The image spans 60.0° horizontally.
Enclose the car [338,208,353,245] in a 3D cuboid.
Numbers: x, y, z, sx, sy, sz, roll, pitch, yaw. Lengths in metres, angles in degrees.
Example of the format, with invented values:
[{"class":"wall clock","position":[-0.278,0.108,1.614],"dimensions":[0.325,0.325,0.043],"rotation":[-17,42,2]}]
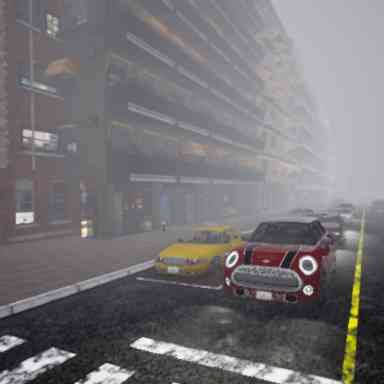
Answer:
[{"class":"car","position":[6.837,1.743,16.972],"dimensions":[2.033,1.411,5.357],"rotation":[-1,-1,27]}]

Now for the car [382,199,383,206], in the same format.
[{"class":"car","position":[39.626,2.108,67.274],"dimensions":[1.887,1.381,4.507],"rotation":[-2,-2,28]}]

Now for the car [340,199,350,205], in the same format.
[{"class":"car","position":[37.454,2.366,81.127],"dimensions":[1.947,1.339,4.313],"rotation":[-2,-1,28]}]

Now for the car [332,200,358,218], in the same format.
[{"class":"car","position":[15.932,1.880,34.275],"dimensions":[1.812,1.442,4.674],"rotation":[-1,-1,28]}]

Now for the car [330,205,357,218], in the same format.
[{"class":"car","position":[11.257,1.875,25.405],"dimensions":[1.895,1.301,4.718],"rotation":[-1,-1,28]}]

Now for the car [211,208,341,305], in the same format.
[{"class":"car","position":[2.445,1.468,8.565],"dimensions":[2.097,1.767,4.553],"rotation":[-1,-1,27]}]

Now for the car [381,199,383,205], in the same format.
[{"class":"car","position":[42.257,2.170,72.290],"dimensions":[1.947,1.339,4.313],"rotation":[-2,-2,28]}]

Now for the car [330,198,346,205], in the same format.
[{"class":"car","position":[24.328,2.133,56.030],"dimensions":[1.887,1.381,4.507],"rotation":[-2,-2,28]}]

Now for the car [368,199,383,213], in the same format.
[{"class":"car","position":[23.753,1.888,42.411],"dimensions":[1.837,1.490,4.892],"rotation":[-1,-1,28]}]

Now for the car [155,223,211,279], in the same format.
[{"class":"car","position":[0.622,1.698,10.705],"dimensions":[1.752,1.417,4.829],"rotation":[-2,-2,28]}]
